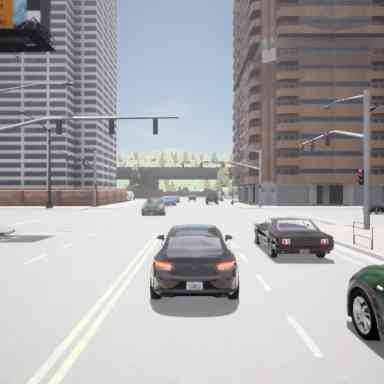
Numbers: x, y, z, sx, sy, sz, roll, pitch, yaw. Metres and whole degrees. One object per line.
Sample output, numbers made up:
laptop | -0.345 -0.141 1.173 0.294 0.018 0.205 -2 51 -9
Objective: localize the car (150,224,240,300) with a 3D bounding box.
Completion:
car | 0.066 1.526 8.294 1.812 1.442 4.674 0 0 0

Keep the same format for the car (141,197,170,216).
car | -3.580 1.352 31.829 2.097 1.767 4.553 0 0 0

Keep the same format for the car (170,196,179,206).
car | -3.559 1.477 53.550 1.882 1.535 5.008 0 0 0

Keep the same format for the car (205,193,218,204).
car | 3.637 1.221 62.449 2.150 2.045 5.566 0 0 0

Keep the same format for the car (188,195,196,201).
car | 0.045 1.425 77.336 1.837 1.490 4.892 0 0 0

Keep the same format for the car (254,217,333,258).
car | 3.610 1.601 12.745 1.895 1.301 4.718 0 0 1

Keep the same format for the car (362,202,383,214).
car | 19.977 1.601 33.760 4.718 1.301 1.895 0 0 1

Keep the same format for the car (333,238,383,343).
car | 3.602 1.352 3.660 2.097 1.767 4.553 0 0 0
